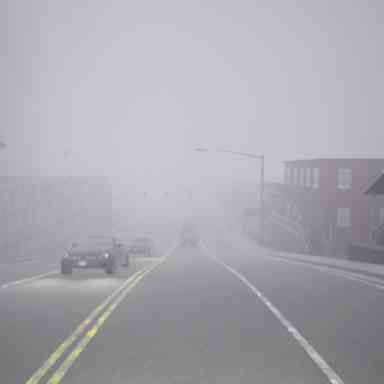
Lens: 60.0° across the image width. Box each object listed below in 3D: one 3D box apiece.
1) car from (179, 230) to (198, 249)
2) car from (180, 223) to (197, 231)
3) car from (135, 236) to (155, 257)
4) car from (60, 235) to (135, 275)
[{"bbox_3d":[-0.385,5.380,36.556,1.837,1.490,4.892,0,-4,-1],"label":"car"},{"bbox_3d":[-0.552,5.368,46.885,2.150,2.045,5.566,0,1,0],"label":"car"},{"bbox_3d":[-3.910,4.177,25.519,1.837,1.490,4.892,0,-8,0],"label":"car"},{"bbox_3d":[-3.761,2.505,13.664,1.812,1.442,4.674,0,-8,-1],"label":"car"}]
